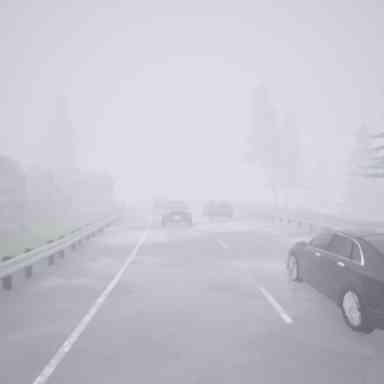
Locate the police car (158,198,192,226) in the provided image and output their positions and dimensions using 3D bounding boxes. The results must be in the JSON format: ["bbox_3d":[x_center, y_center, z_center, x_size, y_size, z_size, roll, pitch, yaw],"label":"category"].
[{"bbox_3d":[-1.124,1.405,22.902,2.038,1.542,4.974,0,0,-5],"label":"police car"}]

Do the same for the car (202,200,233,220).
[{"bbox_3d":[2.000,1.371,26.722,2.128,1.511,4.902,0,0,-6],"label":"car"}]

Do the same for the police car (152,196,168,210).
[{"bbox_3d":[-3.831,1.251,41.026,1.930,1.638,5.238,0,0,-12],"label":"police car"}]

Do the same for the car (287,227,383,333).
[{"bbox_3d":[3.422,1.470,6.722,1.837,1.490,4.892,0,0,-1],"label":"car"}]
